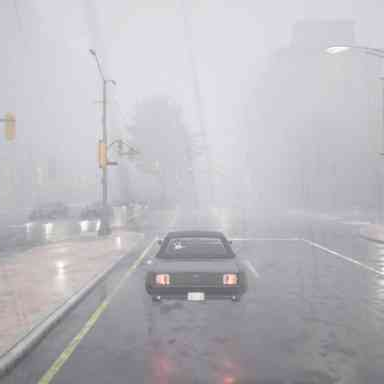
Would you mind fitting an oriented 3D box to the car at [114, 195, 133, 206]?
[{"bbox_3d":[-11.549,1.526,55.187,1.812,1.442,4.674,0,0,0],"label":"car"}]

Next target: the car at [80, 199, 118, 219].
[{"bbox_3d":[-8.081,1.564,28.581,1.994,1.385,4.181,0,0,0],"label":"car"}]

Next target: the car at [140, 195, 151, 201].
[{"bbox_3d":[-11.442,1.552,82.220,1.994,1.385,4.181,0,0,0],"label":"car"}]

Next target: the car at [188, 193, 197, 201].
[{"bbox_3d":[0.061,1.218,86.531,2.150,2.045,5.566,0,0,0],"label":"car"}]

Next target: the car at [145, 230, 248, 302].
[{"bbox_3d":[0.080,1.601,8.233,1.895,1.301,4.718,0,0,0],"label":"car"}]

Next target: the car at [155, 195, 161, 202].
[{"bbox_3d":[-7.951,1.555,69.129,1.994,1.385,4.181,0,0,0],"label":"car"}]

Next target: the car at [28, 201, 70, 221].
[{"bbox_3d":[-11.582,1.504,27.307,1.837,1.490,4.892,0,0,0],"label":"car"}]

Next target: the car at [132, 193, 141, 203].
[{"bbox_3d":[-11.452,1.225,68.378,2.150,2.045,5.566,0,0,0],"label":"car"}]

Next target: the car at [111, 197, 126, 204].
[{"bbox_3d":[-14.702,1.595,66.897,1.895,1.301,4.718,0,0,0],"label":"car"}]

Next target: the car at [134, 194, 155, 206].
[{"bbox_3d":[-8.048,1.546,56.584,2.033,1.411,5.357,0,0,0],"label":"car"}]

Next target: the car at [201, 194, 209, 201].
[{"bbox_3d":[3.561,1.519,86.915,2.128,1.511,4.902,0,0,0],"label":"car"}]
